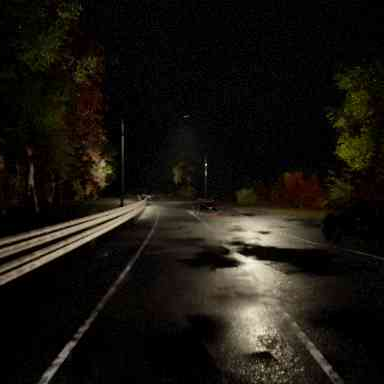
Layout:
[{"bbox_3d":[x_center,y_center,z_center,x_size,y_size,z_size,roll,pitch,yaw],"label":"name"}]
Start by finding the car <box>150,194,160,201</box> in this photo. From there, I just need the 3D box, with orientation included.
[{"bbox_3d":[-8.710,1.339,79.049,1.837,1.490,4.892,0,0,-14],"label":"car"}]

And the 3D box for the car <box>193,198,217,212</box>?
[{"bbox_3d":[1.422,1.492,38.857,1.837,1.490,4.892,0,0,-14],"label":"car"}]

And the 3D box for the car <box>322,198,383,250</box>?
[{"bbox_3d":[7.779,1.278,13.684,2.150,2.045,5.566,1,0,-14],"label":"car"}]
